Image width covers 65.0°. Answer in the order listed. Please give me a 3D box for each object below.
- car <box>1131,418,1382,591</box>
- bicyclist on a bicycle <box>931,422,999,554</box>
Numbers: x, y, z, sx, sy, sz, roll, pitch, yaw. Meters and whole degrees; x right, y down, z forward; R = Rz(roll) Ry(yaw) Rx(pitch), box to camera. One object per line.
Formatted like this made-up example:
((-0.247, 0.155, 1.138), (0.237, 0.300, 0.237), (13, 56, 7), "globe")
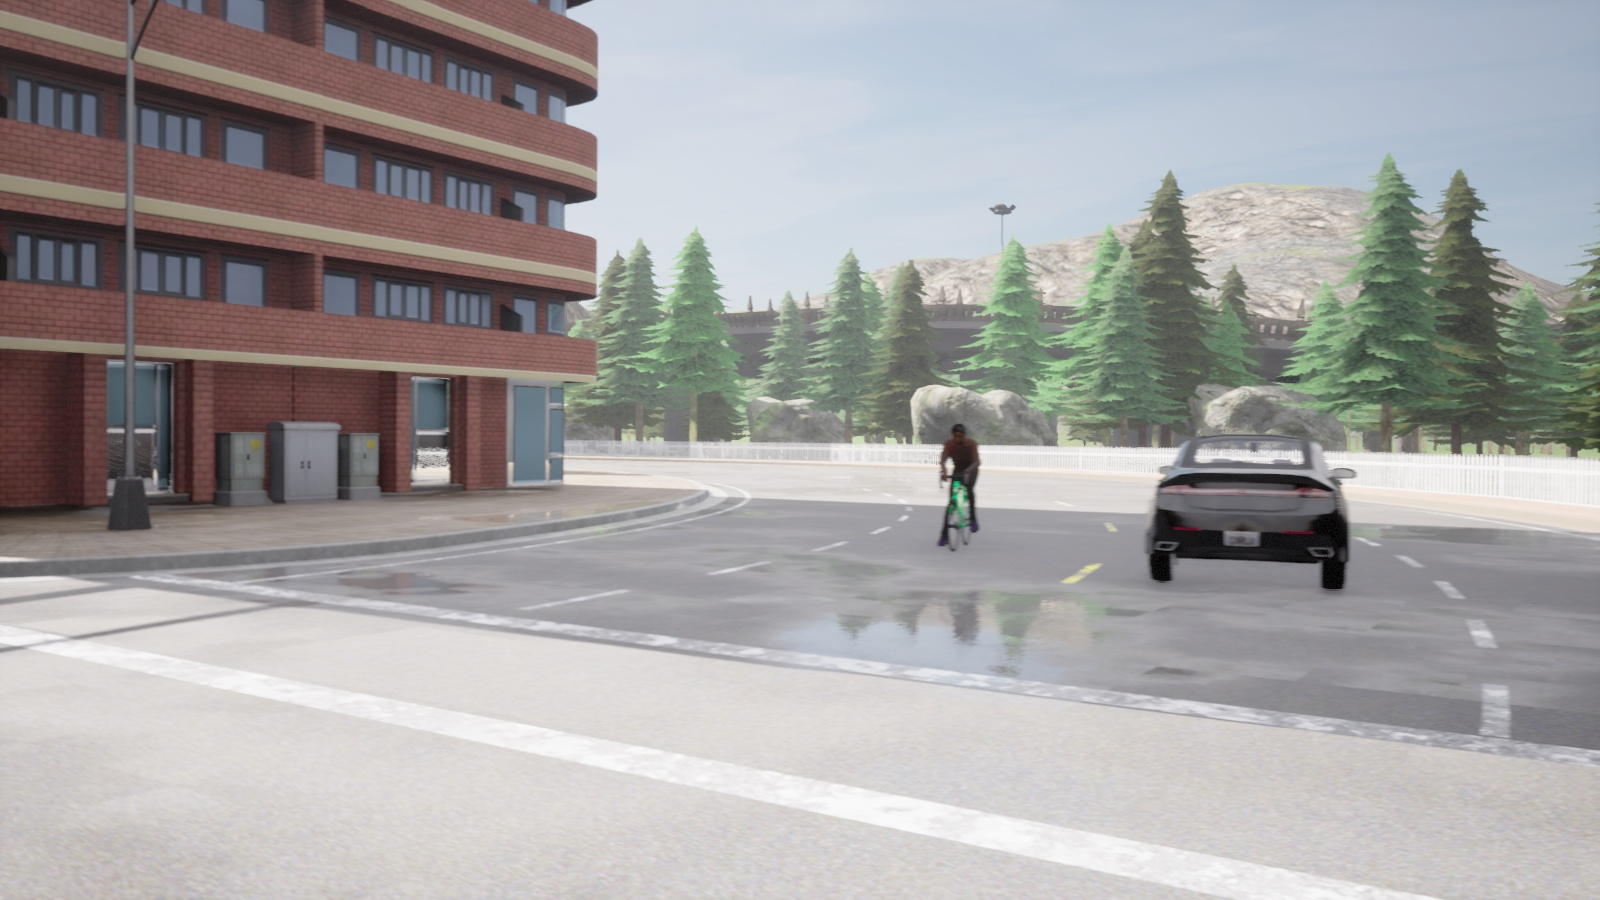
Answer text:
((5.013, 0.450, 13.683), (2.128, 1.511, 4.902), (0, 1, 22), "car")
((2.155, 0.449, 16.255), (0.582, 1.620, 1.656), (0, 1, 17), "bicyclist on a bicycle")
